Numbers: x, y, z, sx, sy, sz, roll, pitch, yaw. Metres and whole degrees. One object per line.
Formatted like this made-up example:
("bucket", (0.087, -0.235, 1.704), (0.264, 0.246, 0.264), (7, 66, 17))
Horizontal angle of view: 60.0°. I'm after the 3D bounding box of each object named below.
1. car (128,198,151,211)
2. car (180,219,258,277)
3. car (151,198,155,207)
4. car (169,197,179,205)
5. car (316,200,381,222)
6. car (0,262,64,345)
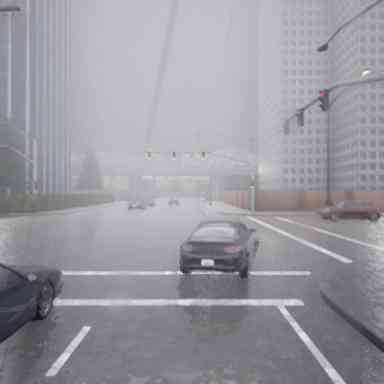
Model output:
("car", (-7.095, 1.623, 43.417), (2.128, 1.511, 4.902), (0, 0, 0))
("car", (0.955, 1.557, 10.336), (1.812, 1.442, 4.674), (0, 0, 14))
("car", (-7.069, 1.654, 53.478), (2.128, 1.511, 4.902), (0, 0, 0))
("car", (-3.400, 1.738, 62.788), (2.033, 1.411, 5.357), (0, 0, 0))
("car", (12.413, 1.433, 26.649), (4.553, 1.767, 2.097), (0, 0, 0))
("car", (-3.456, 1.561, 4.244), (2.033, 1.411, 5.357), (0, 0, -1))
